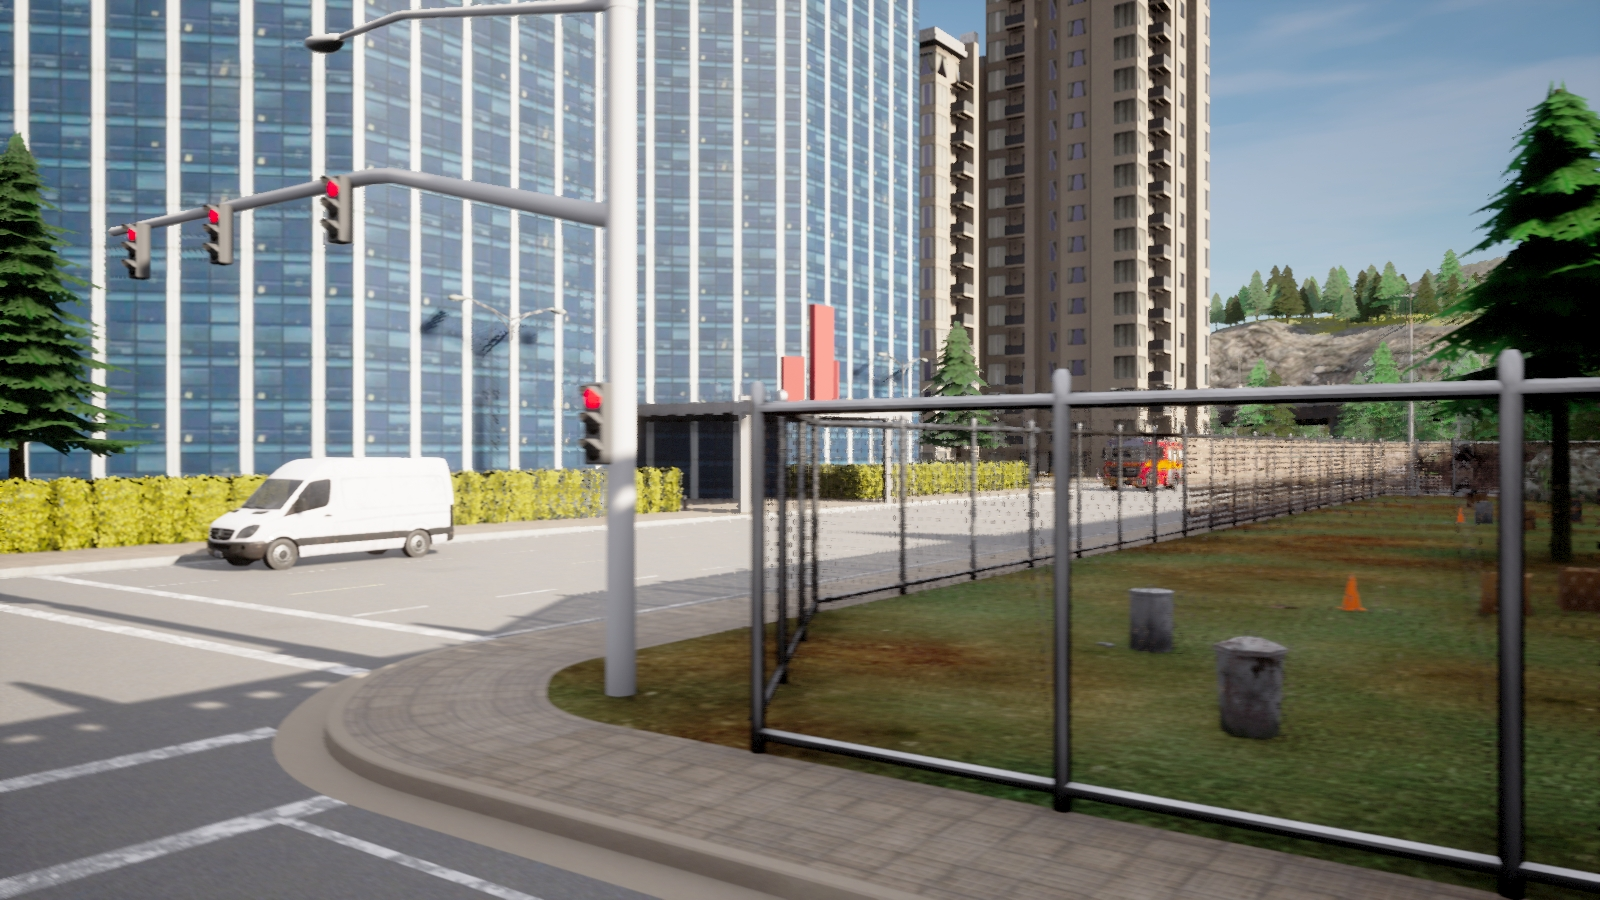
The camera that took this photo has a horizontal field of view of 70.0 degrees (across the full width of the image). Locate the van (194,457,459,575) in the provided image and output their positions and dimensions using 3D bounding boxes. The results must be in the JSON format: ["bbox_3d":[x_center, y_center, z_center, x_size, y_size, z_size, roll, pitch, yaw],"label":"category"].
[{"bbox_3d":[-11.492,1.478,28.270,1.988,2.561,5.915,0,0,35],"label":"van"}]
